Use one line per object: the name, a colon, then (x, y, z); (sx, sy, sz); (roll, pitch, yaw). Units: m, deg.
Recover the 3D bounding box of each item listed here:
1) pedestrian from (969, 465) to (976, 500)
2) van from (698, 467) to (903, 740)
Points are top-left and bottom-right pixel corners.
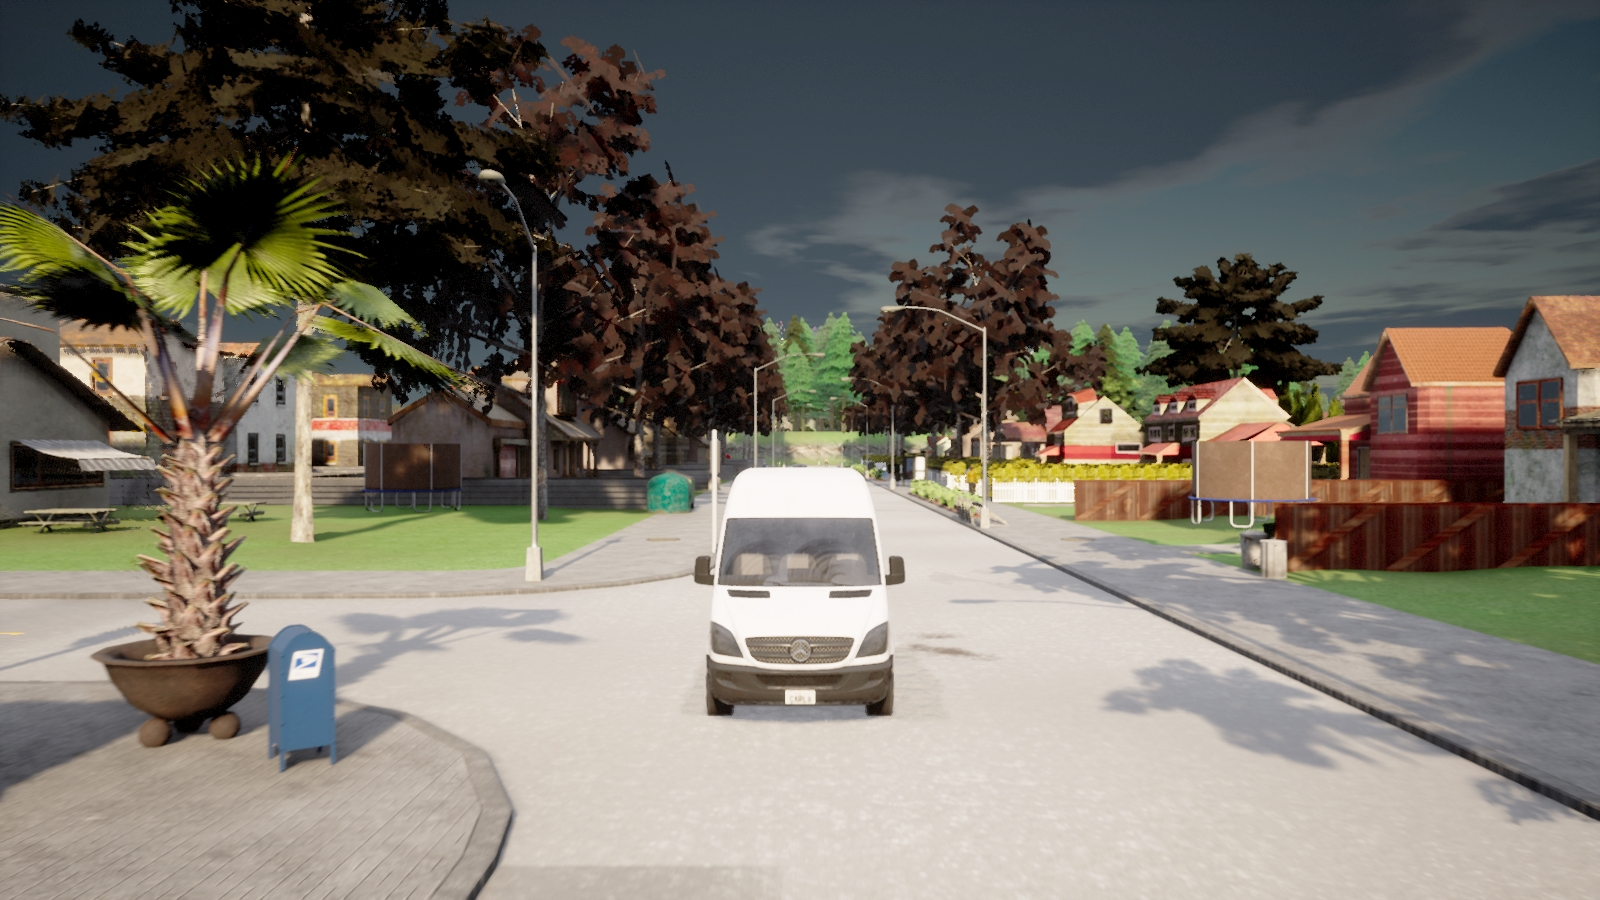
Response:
pedestrian: (9.189, 1.731, 60.900); (0.375, 1.860, 0.375); (0, 0, 13)
van: (0.005, 1.531, 14.048); (1.988, 2.561, 5.915); (0, 0, 0)
